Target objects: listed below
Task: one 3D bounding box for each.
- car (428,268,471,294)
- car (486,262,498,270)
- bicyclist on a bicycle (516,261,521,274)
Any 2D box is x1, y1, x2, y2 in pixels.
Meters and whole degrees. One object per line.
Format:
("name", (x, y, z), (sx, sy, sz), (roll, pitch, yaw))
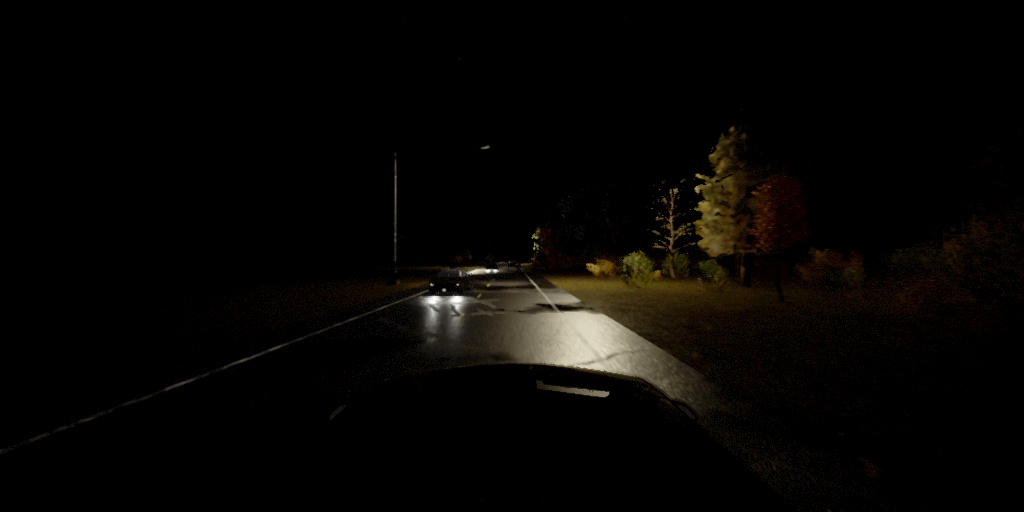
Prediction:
("car", (-3.594, 1.453, 21.662), (2.033, 1.411, 5.357), (0, 0, 0))
("car", (-3.500, 1.798, 63.160), (1.994, 1.385, 4.181), (0, 0, 0))
("bicyclist on a bicycle", (0.975, 1.559, 47.617), (0.582, 1.620, 1.656), (0, -1, 0))
